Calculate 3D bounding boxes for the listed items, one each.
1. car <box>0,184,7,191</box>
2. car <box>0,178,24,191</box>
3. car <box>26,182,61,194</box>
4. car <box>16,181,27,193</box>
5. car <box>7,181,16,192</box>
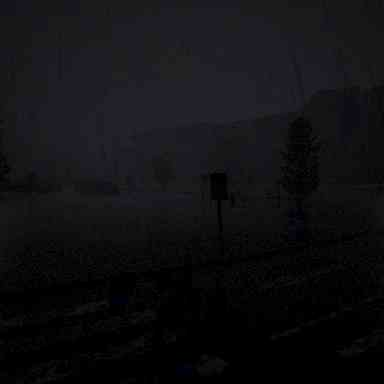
[{"bbox_3d":[-28.715,-1.028,54.678,2.097,1.535,5.008,1,6,16],"label":"car"},{"bbox_3d":[-31.153,-1.270,56.317,2.185,1.767,4.553,0,6,15],"label":"car"},{"bbox_3d":[-21.553,-0.611,49.456,2.163,1.488,4.792,1,6,17],"label":"car"},{"bbox_3d":[-23.916,-0.775,51.242,2.231,1.521,4.892,1,6,17],"label":"car"},{"bbox_3d":[-26.316,-0.863,52.970,2.002,1.452,4.674,0,6,16],"label":"car"}]
